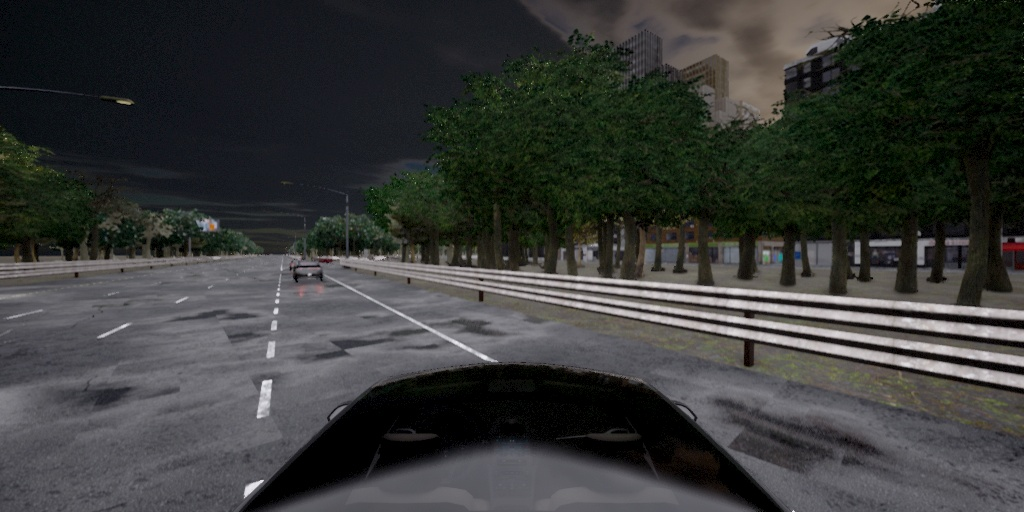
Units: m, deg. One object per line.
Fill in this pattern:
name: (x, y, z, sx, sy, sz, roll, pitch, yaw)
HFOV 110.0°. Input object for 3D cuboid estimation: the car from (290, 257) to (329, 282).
car: (-15.481, 1.078, 27.131, 2.128, 1.511, 4.902, 0, 1, -32)
